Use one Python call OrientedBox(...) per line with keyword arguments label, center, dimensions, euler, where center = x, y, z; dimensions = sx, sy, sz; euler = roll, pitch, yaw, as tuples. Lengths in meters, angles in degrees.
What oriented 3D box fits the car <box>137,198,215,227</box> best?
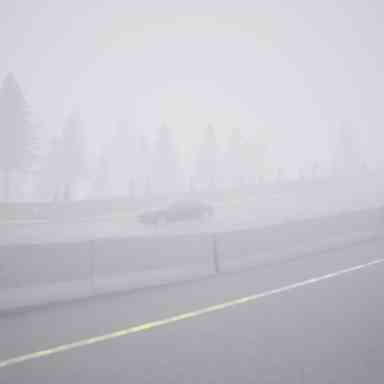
OrientedBox(label="car", center=(-0.924, 1.151, 20.321), dimensions=(5.008, 1.535, 1.882), euler=(-3, 2, -34))
